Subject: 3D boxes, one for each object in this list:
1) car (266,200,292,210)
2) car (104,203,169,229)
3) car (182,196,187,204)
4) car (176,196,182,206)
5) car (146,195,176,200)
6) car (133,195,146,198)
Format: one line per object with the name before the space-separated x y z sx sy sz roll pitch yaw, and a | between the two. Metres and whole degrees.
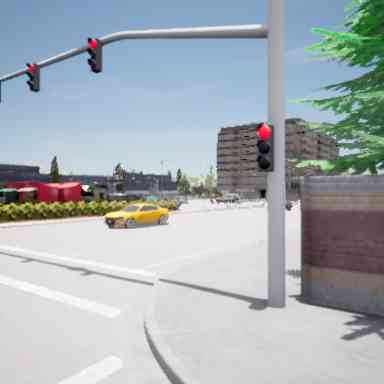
car | 11.810 1.700 44.681 2.033 1.411 5.357 0 0 35
car | -3.608 1.526 22.252 1.882 1.535 5.008 0 0 34
car | -2.850 1.710 67.936 3.806 1.475 1.970 0 0 35
car | -4.503 1.667 65.559 3.905 1.438 1.784 0 0 35
car | -5.994 1.446 63.328 4.605 1.855 1.932 0 0 35
car | -11.956 1.771 81.293 3.806 1.475 1.970 0 0 35
